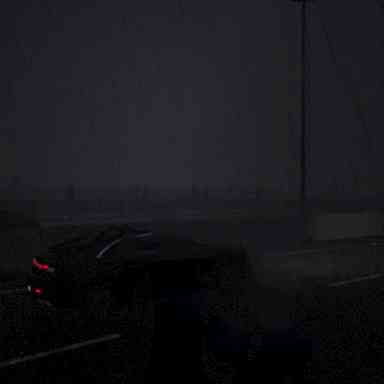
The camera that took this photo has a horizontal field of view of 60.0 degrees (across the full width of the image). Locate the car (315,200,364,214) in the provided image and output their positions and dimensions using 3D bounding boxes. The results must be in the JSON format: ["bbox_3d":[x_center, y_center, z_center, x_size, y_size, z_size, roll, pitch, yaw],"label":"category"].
[{"bbox_3d":[13.578,1.458,30.582,4.902,1.511,2.128,0,0,-24],"label":"car"}]

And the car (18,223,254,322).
[{"bbox_3d":[-0.827,1.472,7.169,4.902,1.511,2.128,0,0,-33],"label":"car"}]

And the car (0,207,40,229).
[{"bbox_3d":[-9.275,1.420,14.380,5.008,1.535,1.882,0,0,-34],"label":"car"}]
